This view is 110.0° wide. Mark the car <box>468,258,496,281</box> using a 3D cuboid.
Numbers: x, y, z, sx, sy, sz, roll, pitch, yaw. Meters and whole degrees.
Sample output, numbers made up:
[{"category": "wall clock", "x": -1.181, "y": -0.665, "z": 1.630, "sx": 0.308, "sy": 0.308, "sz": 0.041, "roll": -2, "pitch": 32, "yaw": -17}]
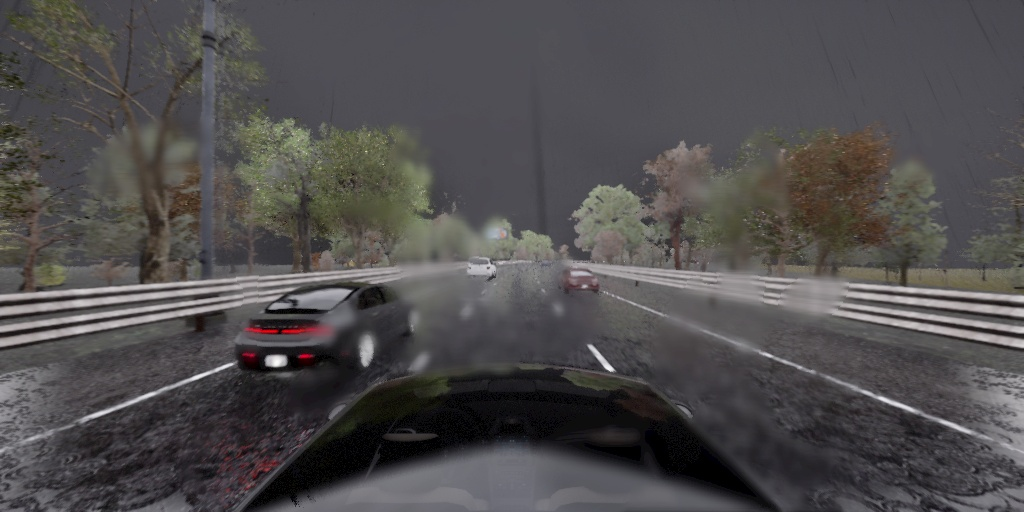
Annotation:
[{"category": "car", "x": -2.749, "y": 1.207, "z": 33.748, "sx": 2.150, "sy": 2.045, "sz": 5.566, "roll": 0, "pitch": 0, "yaw": 2}]

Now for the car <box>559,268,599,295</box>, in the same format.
[{"category": "car", "x": 3.841, "y": 1.419, "z": 20.928, "sx": 1.812, "sy": 1.442, "sz": 4.674, "roll": 0, "pitch": 0, "yaw": 1}]

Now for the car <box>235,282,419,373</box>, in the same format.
[{"category": "car", "x": -3.416, "y": 1.294, "z": 7.678, "sx": 1.837, "sy": 1.490, "sz": 4.892, "roll": 0, "pitch": 0, "yaw": 1}]
